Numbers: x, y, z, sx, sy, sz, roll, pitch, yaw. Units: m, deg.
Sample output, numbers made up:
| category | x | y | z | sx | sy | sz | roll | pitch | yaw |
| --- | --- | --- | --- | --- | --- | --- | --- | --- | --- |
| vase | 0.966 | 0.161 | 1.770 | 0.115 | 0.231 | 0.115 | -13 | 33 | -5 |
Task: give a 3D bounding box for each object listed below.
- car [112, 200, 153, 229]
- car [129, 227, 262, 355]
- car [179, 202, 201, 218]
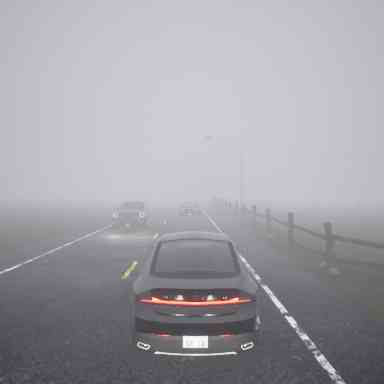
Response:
| category | x | y | z | sx | sy | sz | roll | pitch | yaw |
| --- | --- | --- | --- | --- | --- | --- | --- | --- | --- |
| car | -3.771 | 1.346 | 21.614 | 2.097 | 1.767 | 4.553 | 0 | 0 | -1 |
| car | 0.049 | 1.505 | 6.312 | 1.837 | 1.490 | 4.892 | 0 | 0 | 0 |
| car | -0.209 | 1.590 | 30.292 | 1.895 | 1.301 | 4.718 | 0 | 0 | -1 |
